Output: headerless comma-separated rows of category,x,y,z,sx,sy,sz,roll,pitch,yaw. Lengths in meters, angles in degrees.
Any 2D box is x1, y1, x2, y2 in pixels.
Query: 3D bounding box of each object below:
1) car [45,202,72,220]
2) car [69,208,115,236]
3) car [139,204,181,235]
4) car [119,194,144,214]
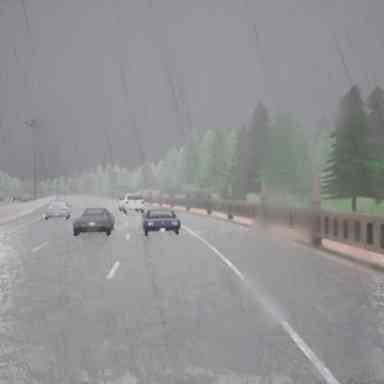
car,-11.509,1.583,28.809,1.812,1.442,4.674,0,0,-17
car,-5.472,1.593,18.914,1.994,1.385,4.181,0,0,-11
car,-1.866,1.617,18.942,1.895,1.301,4.718,0,0,-10
car,-6.712,1.264,36.749,2.150,2.045,5.566,0,0,-19
